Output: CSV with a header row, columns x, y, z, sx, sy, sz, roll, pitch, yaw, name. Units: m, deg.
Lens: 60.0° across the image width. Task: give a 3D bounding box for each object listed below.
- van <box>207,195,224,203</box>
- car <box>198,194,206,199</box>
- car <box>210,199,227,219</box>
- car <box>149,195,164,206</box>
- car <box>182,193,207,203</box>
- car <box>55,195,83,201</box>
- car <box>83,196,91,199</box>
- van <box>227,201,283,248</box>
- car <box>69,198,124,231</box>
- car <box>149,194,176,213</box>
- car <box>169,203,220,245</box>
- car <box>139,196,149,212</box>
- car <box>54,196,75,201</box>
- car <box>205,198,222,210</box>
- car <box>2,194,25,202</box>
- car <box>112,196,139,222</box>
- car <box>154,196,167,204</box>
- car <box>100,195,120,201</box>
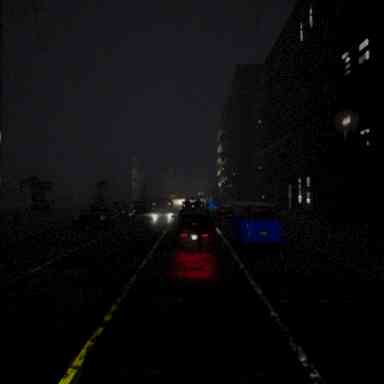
x,y,z,sx,sy,sz,roll,pitch,yaw,name
2.702,1.269,36.987,1.690,1.788,3.998,1,0,0,van
2.698,1.307,92.058,2.008,1.369,4.403,1,0,0,car
2.700,1.499,25.696,1.887,1.381,4.507,1,0,0,car
-5.647,1.322,53.892,1.967,1.590,4.097,1,0,0,car
0.090,1.292,32.027,2.097,1.767,4.553,0,0,0,car
-26.380,1.322,71.304,4.097,1.590,1.967,0,0,1,car
-25.202,1.542,79.926,4.313,1.339,1.947,0,0,1,car
2.703,1.318,14.401,1.690,1.788,3.998,1,0,0,van
-5.652,1.406,20.016,1.967,1.590,4.097,1,0,0,car
-3.098,1.282,36.051,2.097,1.767,4.553,0,0,0,car
0.089,1.481,15.389,1.837,1.490,4.892,0,1,0,car
-5.648,1.473,36.954,1.887,1.381,4.507,1,0,0,car
-30.682,1.584,80.001,4.206,1.307,1.802,0,0,1,car
2.699,1.479,42.633,1.947,1.339,4.313,1,0,0,car
-42.917,1.374,80.125,5.009,1.841,2.192,0,0,1,car
-5.646,1.394,25.663,1.967,1.590,4.097,1,0,0,car
-5.649,1.411,59.537,1.887,1.381,4.507,1,0,0,car
-19.721,1.502,79.851,4.403,1.369,2.008,0,0,1,car
